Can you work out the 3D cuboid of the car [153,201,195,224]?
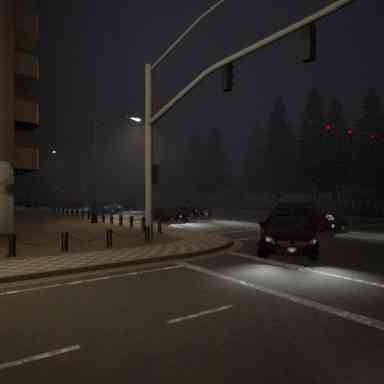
[{"bbox_3d":[-1.982,1.620,25.790,1.994,1.385,4.181,0,0,-36],"label":"car"}]

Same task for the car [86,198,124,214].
[{"bbox_3d":[-9.502,1.656,36.241,1.895,1.301,4.718,0,0,-36],"label":"car"}]

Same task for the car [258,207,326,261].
[{"bbox_3d":[3.562,1.526,12.600,1.812,1.442,4.674,1,0,11],"label":"car"}]

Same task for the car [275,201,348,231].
[{"bbox_3d":[6.876,1.399,20.077,2.097,1.767,4.553,0,0,-41],"label":"car"}]

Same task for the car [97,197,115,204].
[{"bbox_3d":[-16.676,1.656,64.486,1.895,1.301,4.718,0,0,-36],"label":"car"}]

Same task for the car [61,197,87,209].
[{"bbox_3d":[-16.698,1.533,46.294,1.882,1.535,5.008,0,0,-35],"label":"car"}]

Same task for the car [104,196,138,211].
[{"bbox_3d":[-8.575,1.603,40.950,2.033,1.411,5.357,0,0,-35],"label":"car"}]

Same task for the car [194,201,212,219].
[{"bbox_3d":[-0.243,1.547,29.363,2.128,1.511,4.902,0,0,-36],"label":"car"}]
